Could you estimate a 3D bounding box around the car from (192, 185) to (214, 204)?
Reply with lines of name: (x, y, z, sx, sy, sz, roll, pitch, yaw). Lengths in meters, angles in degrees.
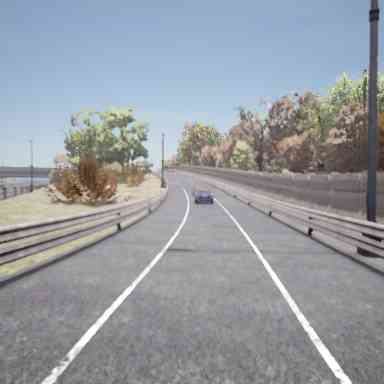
car: (1.345, 0.365, 38.855, 2.097, 1.767, 4.553, 0, 3, -2)

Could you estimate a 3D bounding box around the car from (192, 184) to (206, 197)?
car: (0.967, -0.257, 49.979, 1.812, 1.442, 4.674, 0, 5, -3)
